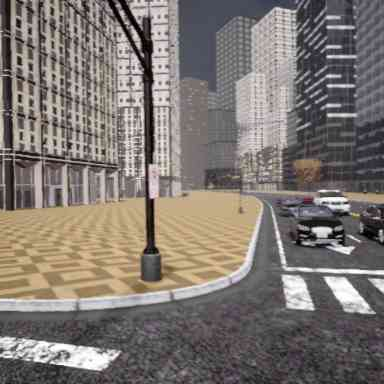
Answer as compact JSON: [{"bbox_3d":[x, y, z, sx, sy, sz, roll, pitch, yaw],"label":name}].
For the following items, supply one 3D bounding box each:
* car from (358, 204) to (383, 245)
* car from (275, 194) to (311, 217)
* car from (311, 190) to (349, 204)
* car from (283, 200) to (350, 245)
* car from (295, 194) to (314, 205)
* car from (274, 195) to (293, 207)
[{"bbox_3d":[8.606,1.302,14.270,1.837,1.490,4.892,-1,1,13],"label":"car"},{"bbox_3d":[8.295,1.170,27.659,2.128,1.511,4.902,-1,1,13],"label":"car"},{"bbox_3d":[11.823,0.846,28.541,2.150,2.045,5.566,-1,0,13],"label":"car"},{"bbox_3d":[5.392,1.327,14.784,2.128,1.511,4.902,-1,1,13],"label":"car"},{"bbox_3d":[15.741,0.999,46.655,1.895,1.301,4.718,-1,1,11],"label":"car"},{"bbox_3d":[11.182,1.081,40.763,1.994,1.385,4.181,-1,1,12],"label":"car"}]
